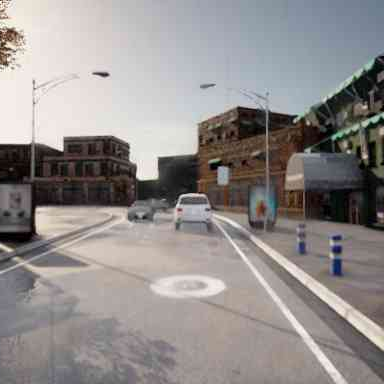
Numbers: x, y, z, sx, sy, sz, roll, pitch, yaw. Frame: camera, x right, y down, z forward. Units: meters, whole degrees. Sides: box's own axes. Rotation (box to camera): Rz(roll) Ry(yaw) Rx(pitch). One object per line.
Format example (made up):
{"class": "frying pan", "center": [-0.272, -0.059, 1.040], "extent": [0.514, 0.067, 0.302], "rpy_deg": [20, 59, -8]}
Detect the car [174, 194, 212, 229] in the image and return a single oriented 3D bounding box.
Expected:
{"class": "car", "center": [0.047, 1.162, 21.149], "extent": [2.150, 2.045, 5.566], "rpy_deg": [0, 0, -1]}

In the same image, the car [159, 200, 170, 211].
{"class": "car", "center": [-4.672, 1.552, 39.232], "extent": [2.033, 1.411, 5.357], "rpy_deg": [1, -1, -36]}

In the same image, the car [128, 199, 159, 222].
{"class": "car", "center": [-3.847, 1.432, 25.777], "extent": [2.128, 1.511, 4.902], "rpy_deg": [0, 0, -6]}
